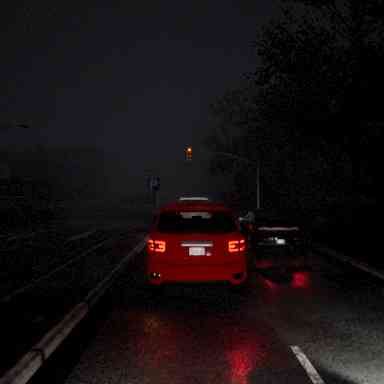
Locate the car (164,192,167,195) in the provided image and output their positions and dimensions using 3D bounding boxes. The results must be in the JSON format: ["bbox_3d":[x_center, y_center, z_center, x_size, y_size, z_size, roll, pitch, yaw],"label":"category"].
[{"bbox_3d":[-9.413,1.360,82.966,4.674,1.452,2.002,-1,0,-13],"label":"car"}]

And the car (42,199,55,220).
[{"bbox_3d":[-13.675,1.405,27.200,4.553,1.767,2.185,-1,0,-19],"label":"car"}]

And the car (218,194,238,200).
[{"bbox_3d":[8.947,1.299,82.380,4.674,1.452,2.002,1,0,-12],"label":"car"}]

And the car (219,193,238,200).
[{"bbox_3d":[9.309,1.130,85.311,4.553,1.767,2.185,1,0,-12],"label":"car"}]

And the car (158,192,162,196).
[{"bbox_3d":[-10.147,1.323,76.968,4.892,1.521,2.231,-1,0,-14],"label":"car"}]

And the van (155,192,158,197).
[{"bbox_3d":[-10.370,1.094,73.996,4.442,1.987,1.878,-1,0,-14],"label":"van"}]

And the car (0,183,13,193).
[{"bbox_3d":[-31.257,-0.424,55.904,2.435,2.045,5.566,6,-3,-19],"label":"car"}]

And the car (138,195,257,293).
[{"bbox_3d":[0.088,1.230,9.044,2.150,2.045,5.566,0,0,0],"label":"car"}]

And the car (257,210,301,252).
[{"bbox_3d":[3.098,1.509,14.046,2.128,1.511,4.902,0,0,0],"label":"car"}]

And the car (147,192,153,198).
[{"bbox_3d":[-10.918,1.316,68.003,5.366,1.575,1.946,-1,0,-15],"label":"car"}]

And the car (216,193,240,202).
[{"bbox_3d":[7.543,1.143,70.608,4.553,1.767,2.185,1,0,-14],"label":"car"}]

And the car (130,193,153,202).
[{"bbox_3d":[-10.830,1.197,70.956,4.553,1.767,2.185,-1,0,-14],"label":"car"}]

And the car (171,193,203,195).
[{"bbox_3d":[0.120,1.247,19.402,2.150,2.045,5.566,0,0,0],"label":"car"}]

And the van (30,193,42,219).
[{"bbox_3d":[-13.644,1.298,24.222,4.442,1.987,1.878,-1,0,-20],"label":"van"}]

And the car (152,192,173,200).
[{"bbox_3d":[-8.163,1.066,91.957,5.566,2.045,2.435,-1,0,-12],"label":"car"}]

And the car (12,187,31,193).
[{"bbox_3d":[-28.263,0.138,55.849,2.002,1.452,4.674,6,-3,-19],"label":"car"}]

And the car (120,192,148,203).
[{"bbox_3d":[-11.558,1.359,65.010,4.792,1.488,2.163,-1,0,-15],"label":"car"}]

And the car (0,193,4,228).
[{"bbox_3d":[-13.823,1.264,18.149,5.566,2.045,2.435,-1,0,-20],"label":"car"}]

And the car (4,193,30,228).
[{"bbox_3d":[-13.755,1.269,21.186,5.566,2.045,2.435,-1,0,-20],"label":"car"}]

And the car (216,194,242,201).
[{"bbox_3d":[8.074,1.265,73.602,5.366,1.575,1.946,1,0,-13],"label":"car"}]

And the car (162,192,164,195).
[{"bbox_3d":[-9.780,1.361,79.964,4.674,1.452,2.002,-1,0,-13],"label":"car"}]

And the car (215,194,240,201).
[{"bbox_3d":[8.051,1.259,76.454,5.366,1.575,1.946,1,0,-13],"label":"car"}]

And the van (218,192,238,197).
[{"bbox_3d":[7.165,1.044,67.637,4.442,1.987,1.878,1,0,-14],"label":"van"}]
